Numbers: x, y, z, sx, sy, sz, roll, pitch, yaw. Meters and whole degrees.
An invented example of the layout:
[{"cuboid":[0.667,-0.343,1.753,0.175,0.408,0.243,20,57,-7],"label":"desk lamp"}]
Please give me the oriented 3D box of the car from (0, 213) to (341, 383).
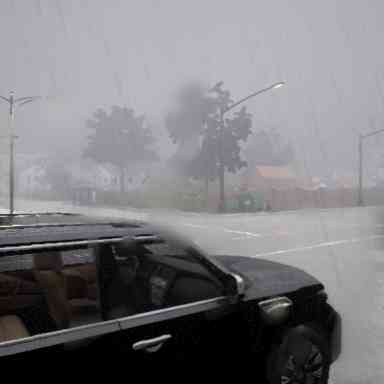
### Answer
[{"cuboid":[-0.962,1.224,3.054,5.566,2.045,2.150,0,0,-36],"label":"car"}]
